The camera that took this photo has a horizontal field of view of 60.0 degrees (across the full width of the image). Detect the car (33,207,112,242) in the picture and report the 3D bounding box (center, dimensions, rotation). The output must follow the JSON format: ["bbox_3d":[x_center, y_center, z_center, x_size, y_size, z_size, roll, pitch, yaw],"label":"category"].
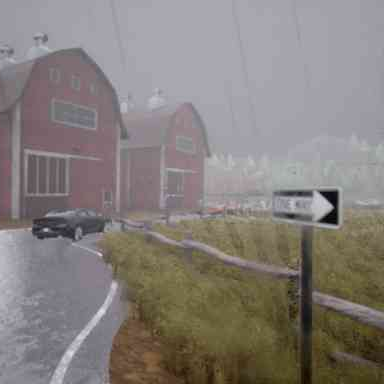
[{"bbox_3d":[-5.818,1.516,16.827,1.882,1.535,5.008,-1,-1,11],"label":"car"}]

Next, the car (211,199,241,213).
[{"bbox_3d":[3.726,1.582,34.433,2.097,1.767,4.553,0,0,29],"label":"car"}]
